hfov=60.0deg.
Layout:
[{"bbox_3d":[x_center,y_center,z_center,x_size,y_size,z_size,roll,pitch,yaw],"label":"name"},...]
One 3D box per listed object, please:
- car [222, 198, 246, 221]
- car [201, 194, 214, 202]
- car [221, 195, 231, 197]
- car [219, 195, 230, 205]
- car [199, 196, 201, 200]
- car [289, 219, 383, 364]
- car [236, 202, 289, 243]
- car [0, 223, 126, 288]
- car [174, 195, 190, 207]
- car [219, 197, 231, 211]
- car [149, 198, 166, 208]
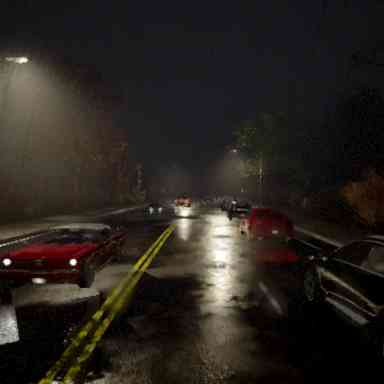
[{"bbox_3d":[3.802,1.484,26.977,2.128,1.511,4.902,0,0,2],"label":"car"},{"bbox_3d":[3.453,1.429,69.260,1.895,1.301,4.718,0,0,6],"label":"car"},{"bbox_3d":[5.006,1.316,48.761,2.097,1.767,4.553,0,0,4],"label":"car"},{"bbox_3d":[5.865,1.418,59.683,1.882,1.535,5.008,0,0,5],"label":"car"},{"bbox_3d":[3.960,1.390,91.745,2.033,1.411,5.357,0,0,-32],"label":"car"},{"bbox_3d":[3.272,1.433,5.136,2.033,1.649,4.856,0,0,1],"label":"car"},{"bbox_3d":[3.452,1.476,16.058,1.882,1.535,5.008,0,0,1],"label":"car"},{"bbox_3d":[-3.261,1.599,9.352,1.895,1.301,4.718,0,0,1],"label":"car"},{"bbox_3d":[-1.453,1.315,50.328,2.097,1.767,4.553,0,0,4],"label":"car"},{"bbox_3d":[4.321,1.545,37.889,1.994,1.385,4.181,0,0,3],"label":"car"},{"bbox_3d":[-4.889,1.514,48.034,2.033,1.411,5.357,0,0,4],"label":"car"}]
